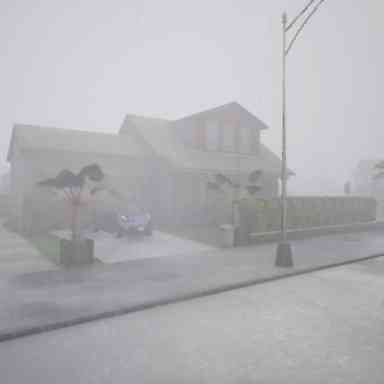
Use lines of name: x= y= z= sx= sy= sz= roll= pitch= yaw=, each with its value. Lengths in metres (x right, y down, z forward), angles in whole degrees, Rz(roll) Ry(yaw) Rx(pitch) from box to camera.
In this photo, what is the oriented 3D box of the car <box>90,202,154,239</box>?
car: x=-3.222 y=1.198 z=15.156 sx=1.845 sy=1.501 sz=3.633 roll=0 pitch=0 yaw=-38
